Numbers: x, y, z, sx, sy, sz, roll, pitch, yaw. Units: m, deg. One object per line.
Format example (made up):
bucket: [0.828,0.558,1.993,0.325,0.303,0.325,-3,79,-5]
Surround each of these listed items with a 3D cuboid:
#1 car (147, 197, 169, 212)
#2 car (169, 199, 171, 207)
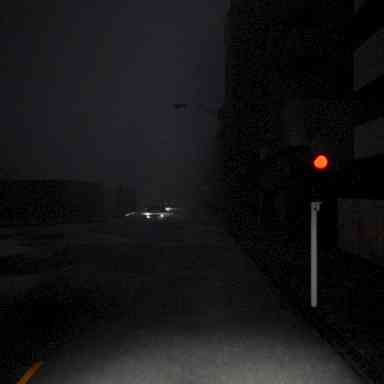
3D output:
car: [-4.187,1.478,39.509,1.882,1.535,5.008,0,0,0]
car: [-4.178,1.505,49.536,1.837,1.490,4.892,0,0,1]
